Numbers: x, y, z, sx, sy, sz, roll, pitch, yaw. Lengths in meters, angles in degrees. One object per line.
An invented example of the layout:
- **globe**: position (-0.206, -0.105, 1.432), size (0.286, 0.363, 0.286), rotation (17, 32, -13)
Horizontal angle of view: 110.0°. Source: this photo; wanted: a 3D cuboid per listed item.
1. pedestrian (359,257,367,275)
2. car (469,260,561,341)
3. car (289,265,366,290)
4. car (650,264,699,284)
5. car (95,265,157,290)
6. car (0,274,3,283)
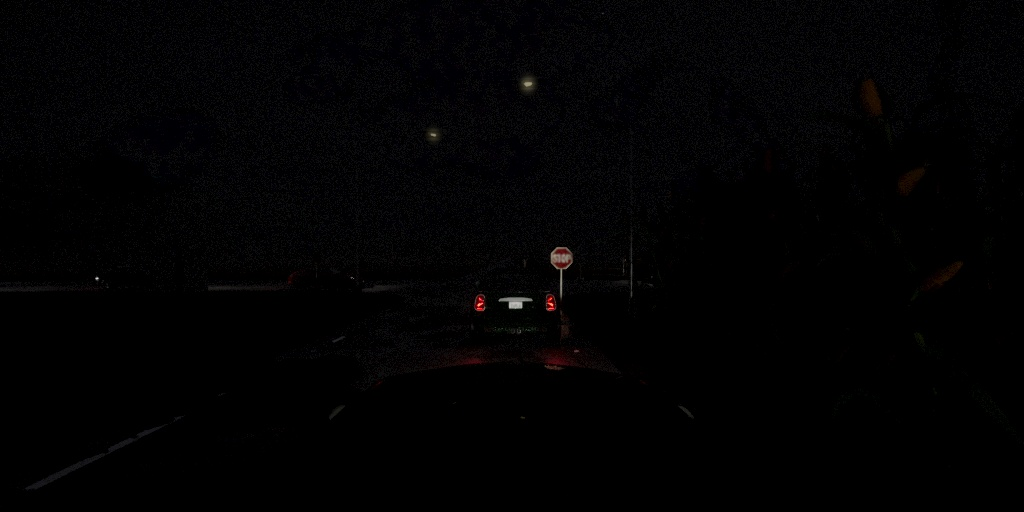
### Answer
- **pedestrian**: position (-12.252, 0.984, 29.271), size (0.375, 1.860, 0.375), rotation (0, 2, 0)
- **car**: position (0.026, 1.098, 10.000), size (2.097, 1.767, 4.553), rotation (0, 0, -1)
- **car**: position (-11.840, 1.337, 23.096), size (4.674, 1.442, 1.812), rotation (0, 2, 3)
- **car**: position (12.631, 1.251, 26.409), size (4.674, 1.442, 1.812), rotation (0, 2, 0)
- **car**: position (-23.843, 1.313, 23.228), size (4.902, 1.511, 2.128), rotation (0, 2, 0)
- **car**: position (-36.374, 1.480, 23.163), size (4.718, 1.301, 1.895), rotation (0, 2, 0)
